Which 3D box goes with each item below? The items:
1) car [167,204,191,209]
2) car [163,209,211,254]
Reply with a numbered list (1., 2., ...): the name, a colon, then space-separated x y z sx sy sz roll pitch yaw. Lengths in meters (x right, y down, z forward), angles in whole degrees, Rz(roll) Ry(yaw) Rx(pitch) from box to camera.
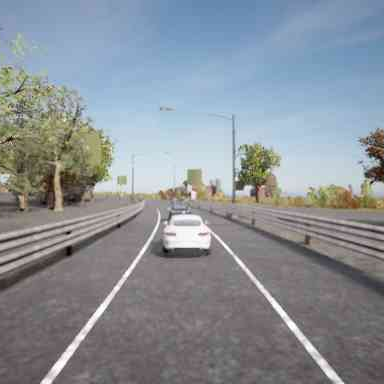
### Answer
1. car: -1.099 1.765 28.658 2.128 1.511 4.902 0 0 -4
2. car: -0.243 1.662 14.001 1.812 1.442 4.674 0 0 -2
